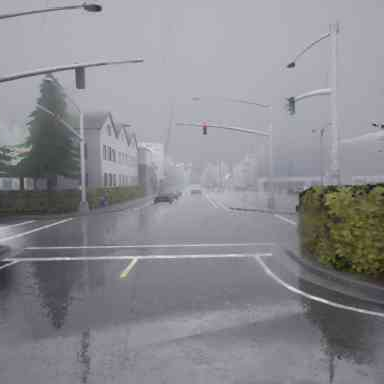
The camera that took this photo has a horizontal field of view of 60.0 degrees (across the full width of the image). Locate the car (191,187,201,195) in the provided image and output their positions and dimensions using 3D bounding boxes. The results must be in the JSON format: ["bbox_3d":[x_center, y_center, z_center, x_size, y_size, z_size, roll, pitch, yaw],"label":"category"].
[{"bbox_3d":[0.781,-0.180,60.713,1.812,1.442,4.674,-1,2,1],"label":"car"}]

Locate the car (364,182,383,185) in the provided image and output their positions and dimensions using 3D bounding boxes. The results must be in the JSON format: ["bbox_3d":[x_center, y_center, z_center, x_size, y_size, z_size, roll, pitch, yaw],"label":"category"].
[{"bbox_3d":[19.541,-0.105,33.518,1.905,1.878,3.866,-1,2,0],"label":"car"}]

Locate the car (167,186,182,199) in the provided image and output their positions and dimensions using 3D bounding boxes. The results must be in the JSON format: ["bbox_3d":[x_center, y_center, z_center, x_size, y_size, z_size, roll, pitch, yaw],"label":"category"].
[{"bbox_3d":[-2.968,0.117,46.047,2.097,1.767,4.553,-1,2,1],"label":"car"}]

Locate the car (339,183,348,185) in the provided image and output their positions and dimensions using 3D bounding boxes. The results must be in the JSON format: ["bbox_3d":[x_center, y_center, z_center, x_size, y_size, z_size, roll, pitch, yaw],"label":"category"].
[{"bbox_3d":[26.230,-0.841,58.690,2.152,1.636,5.027,-1,2,0],"label":"car"}]

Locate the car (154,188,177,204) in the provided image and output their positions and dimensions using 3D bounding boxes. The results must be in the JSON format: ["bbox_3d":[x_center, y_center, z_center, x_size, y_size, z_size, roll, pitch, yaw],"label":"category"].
[{"bbox_3d":[-3.111,0.609,37.079,1.895,1.301,4.718,-1,2,1],"label":"car"}]

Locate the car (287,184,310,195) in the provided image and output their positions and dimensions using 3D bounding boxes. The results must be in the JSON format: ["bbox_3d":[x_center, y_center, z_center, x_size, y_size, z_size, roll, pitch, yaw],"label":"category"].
[{"bbox_3d":[16.079,-0.290,51.435,2.007,1.523,4.514,-1,2,0],"label":"car"}]

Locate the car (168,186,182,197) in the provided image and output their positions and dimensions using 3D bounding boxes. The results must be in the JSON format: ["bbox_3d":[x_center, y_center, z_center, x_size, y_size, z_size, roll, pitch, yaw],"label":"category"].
[{"bbox_3d":[-2.845,-0.156,56.150,2.097,1.767,4.553,-1,2,1],"label":"car"}]

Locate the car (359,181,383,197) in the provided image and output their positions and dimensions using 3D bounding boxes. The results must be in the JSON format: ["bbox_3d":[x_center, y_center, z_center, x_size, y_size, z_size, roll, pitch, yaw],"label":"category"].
[{"bbox_3d":[22.909,-0.365,41.347,1.932,1.855,4.605,-1,2,0],"label":"car"}]
